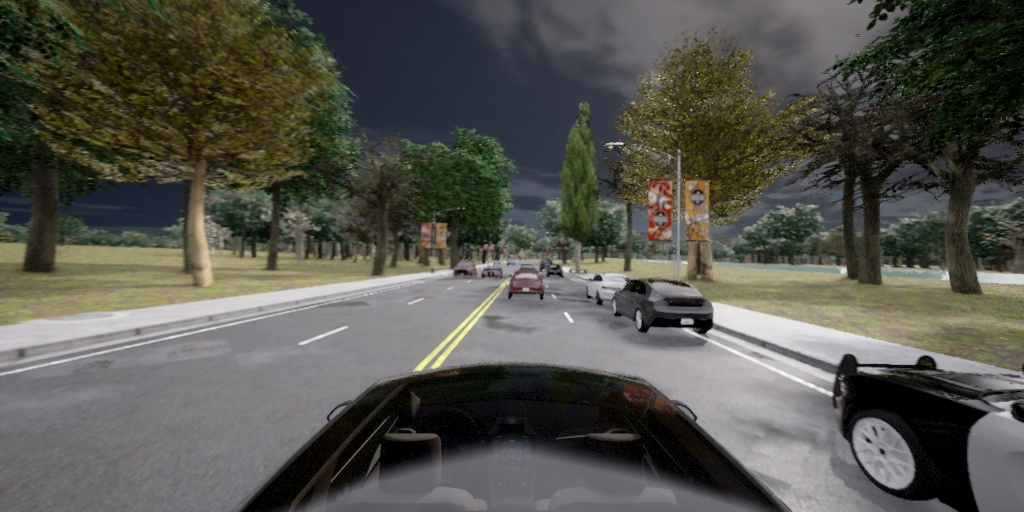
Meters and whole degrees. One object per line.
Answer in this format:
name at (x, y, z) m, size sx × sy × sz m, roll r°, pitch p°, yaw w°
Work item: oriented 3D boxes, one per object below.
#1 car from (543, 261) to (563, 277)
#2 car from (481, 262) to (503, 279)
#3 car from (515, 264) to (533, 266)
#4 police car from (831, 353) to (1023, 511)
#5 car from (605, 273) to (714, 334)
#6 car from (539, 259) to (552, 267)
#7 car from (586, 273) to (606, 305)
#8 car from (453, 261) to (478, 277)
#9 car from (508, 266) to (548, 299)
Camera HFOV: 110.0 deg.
car at (4.979, 1.725, 42.551) m, size 1.837 × 1.490 × 4.892 m, roll 1°, pitch 0°, yaw 3°
car at (-1.942, 1.596, 36.427) m, size 1.994 × 1.385 × 4.181 m, roll 1°, pitch 0°, yaw 3°
car at (1.586, 1.622, 38.184) m, size 1.837 × 1.490 × 4.892 m, roll 1°, pitch 0°, yaw 2°
police car at (4.123, 1.260, 1.638) m, size 1.930 × 1.638 × 5.238 m, roll 1°, pitch -1°, yaw 3°
car at (4.552, 1.451, 11.518) m, size 1.837 × 1.490 × 4.892 m, roll 1°, pitch -1°, yaw 3°
car at (5.663, 1.540, 59.219) m, size 2.150 × 2.045 × 5.566 m, roll 1°, pitch 0°, yaw 3°
car at (4.812, 1.534, 17.512) m, size 1.812 × 1.442 × 4.674 m, roll 1°, pitch -1°, yaw 3°
car at (-5.060, 1.341, 39.392) m, size 2.097 × 1.767 × 4.553 m, roll 1°, pitch 0°, yaw 3°
car at (0.778, 1.470, 19.635) m, size 1.812 × 1.442 × 4.674 m, roll 1°, pitch 0°, yaw 2°
